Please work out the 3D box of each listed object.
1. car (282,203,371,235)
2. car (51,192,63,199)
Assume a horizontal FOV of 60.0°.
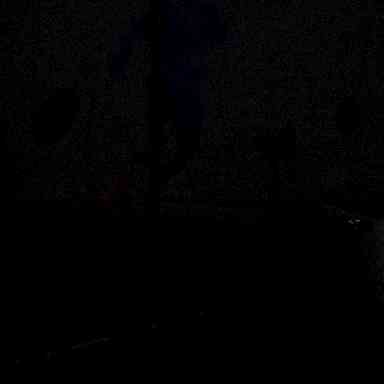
[{"bbox_3d":[7.461,1.414,18.899,1.882,1.535,5.008,-1,1,-35],"label":"car"},{"bbox_3d":[-29.033,0.654,71.262,1.882,1.535,5.008,-1,1,-31],"label":"car"}]
